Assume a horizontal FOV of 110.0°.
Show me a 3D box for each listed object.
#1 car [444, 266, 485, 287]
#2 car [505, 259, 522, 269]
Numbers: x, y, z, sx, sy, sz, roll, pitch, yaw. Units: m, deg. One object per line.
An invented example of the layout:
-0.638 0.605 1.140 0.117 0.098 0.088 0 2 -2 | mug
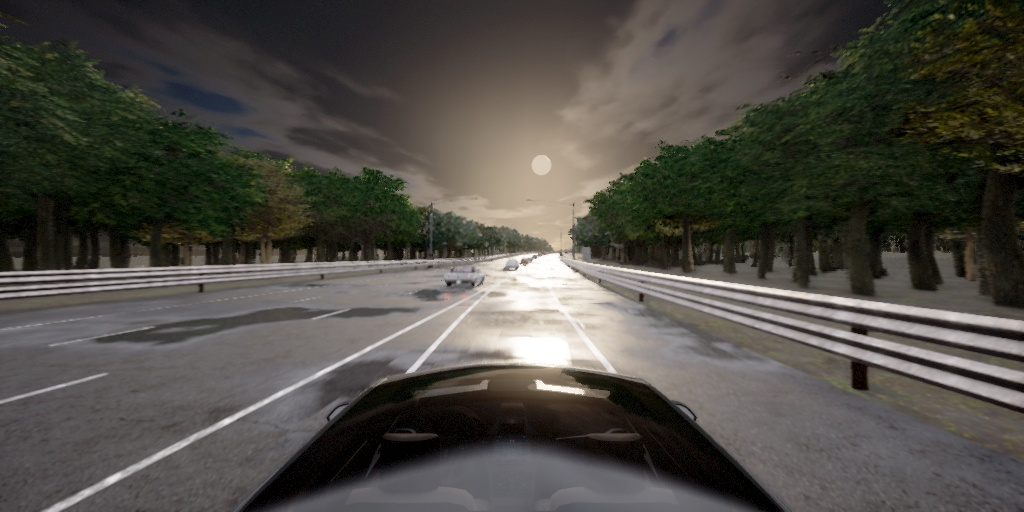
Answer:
-3.055 1.320 24.203 1.895 1.301 4.718 0 0 6 | car
0.098 1.227 53.983 1.812 1.442 4.674 0 0 6 | car
